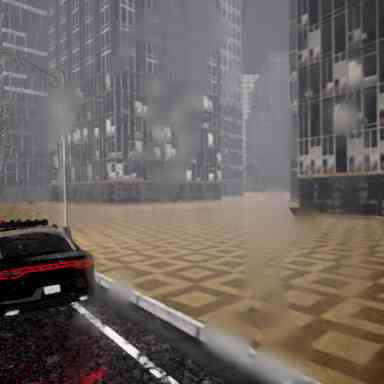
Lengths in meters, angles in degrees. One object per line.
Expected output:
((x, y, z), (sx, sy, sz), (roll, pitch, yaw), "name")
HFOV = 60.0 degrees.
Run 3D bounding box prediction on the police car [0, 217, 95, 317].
((-3.937, 1.455, 7.656), (1.930, 1.638, 5.238), (-1, 0, -38), "police car")
